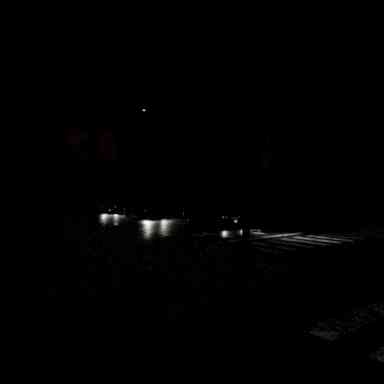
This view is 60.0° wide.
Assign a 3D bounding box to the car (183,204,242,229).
[{"bbox_3d":[1.272,1.554,22.542,2.128,1.511,4.902,0,0,-36],"label":"car"}]

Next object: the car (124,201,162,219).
[{"bbox_3d":[-4.550,1.579,30.652,1.882,1.535,5.008,0,0,-35],"label":"car"}]

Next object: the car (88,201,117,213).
[{"bbox_3d":[-10.451,1.741,38.888,1.895,1.301,4.718,0,0,-36],"label":"car"}]
